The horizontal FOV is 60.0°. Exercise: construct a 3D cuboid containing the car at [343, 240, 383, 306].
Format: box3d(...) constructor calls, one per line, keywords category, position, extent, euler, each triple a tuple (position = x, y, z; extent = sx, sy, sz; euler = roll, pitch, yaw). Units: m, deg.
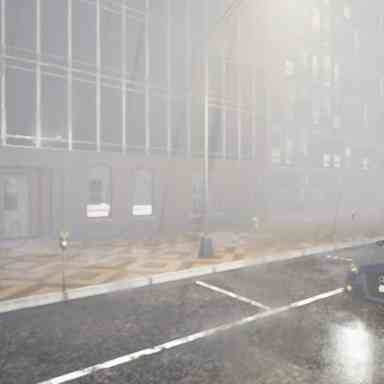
box3d(category="car", position=(5.047, 1.520, 6.974), extent=(4.181, 1.385, 1.994), euler=(0, 0, -35))
